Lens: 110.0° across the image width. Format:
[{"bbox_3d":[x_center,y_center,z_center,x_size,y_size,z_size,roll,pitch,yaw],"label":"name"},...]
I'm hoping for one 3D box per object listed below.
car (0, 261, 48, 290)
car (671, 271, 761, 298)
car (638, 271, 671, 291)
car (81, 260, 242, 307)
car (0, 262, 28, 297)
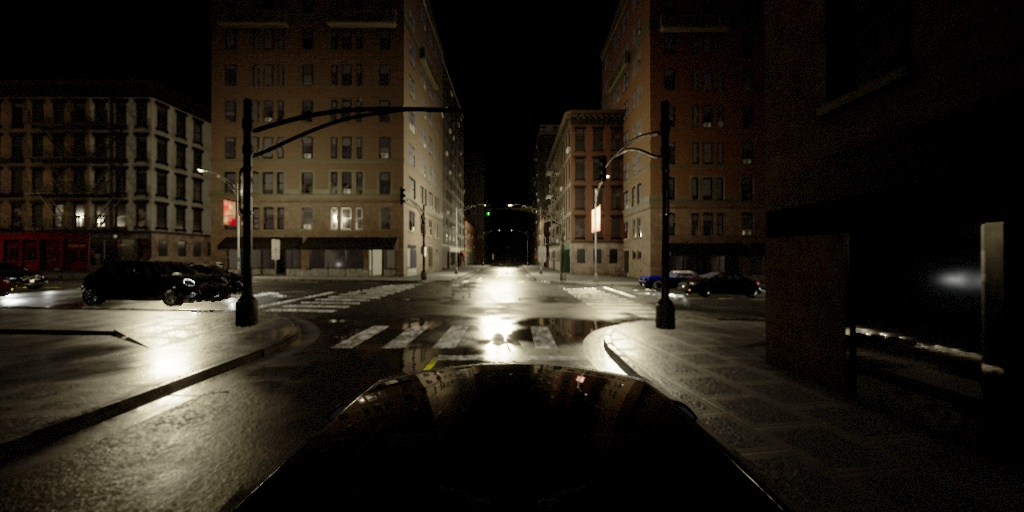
[{"bbox_3d":[-25.872,0.938,17.526,4.892,1.490,1.837,1,0,0],"label":"car"},{"bbox_3d":[11.948,1.615,20.834,4.181,1.385,1.994,1,0,0],"label":"car"},{"bbox_3d":[11.028,1.651,24.087,4.718,1.301,1.895,1,0,0],"label":"car"},{"bbox_3d":[-13.877,0.961,14.194,4.553,1.767,2.097,1,0,1],"label":"car"},{"bbox_3d":[-22.829,1.031,14.263,4.181,1.385,1.994,1,0,0],"label":"car"}]
